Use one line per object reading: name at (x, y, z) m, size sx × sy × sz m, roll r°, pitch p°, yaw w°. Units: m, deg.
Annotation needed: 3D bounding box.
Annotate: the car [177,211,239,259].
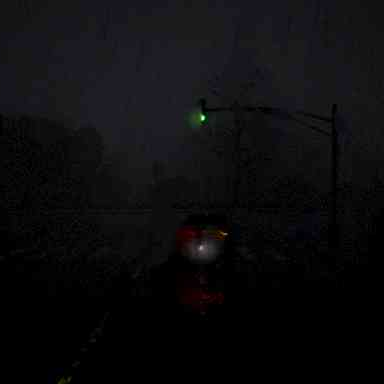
car at (0.694, 1.457, 12.379) m, size 1.837 × 1.490 × 4.892 m, roll -1°, pitch 0°, yaw 9°
